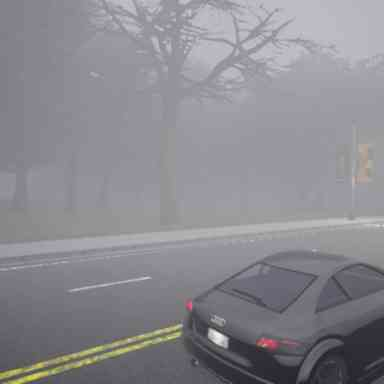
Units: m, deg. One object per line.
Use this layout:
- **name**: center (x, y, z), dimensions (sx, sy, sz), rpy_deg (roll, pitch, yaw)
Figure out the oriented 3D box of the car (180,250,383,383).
- **car**: center (1.913, 1.570, 4.806), dimensions (4.181, 1.385, 1.994), rpy_deg (0, 0, -36)
